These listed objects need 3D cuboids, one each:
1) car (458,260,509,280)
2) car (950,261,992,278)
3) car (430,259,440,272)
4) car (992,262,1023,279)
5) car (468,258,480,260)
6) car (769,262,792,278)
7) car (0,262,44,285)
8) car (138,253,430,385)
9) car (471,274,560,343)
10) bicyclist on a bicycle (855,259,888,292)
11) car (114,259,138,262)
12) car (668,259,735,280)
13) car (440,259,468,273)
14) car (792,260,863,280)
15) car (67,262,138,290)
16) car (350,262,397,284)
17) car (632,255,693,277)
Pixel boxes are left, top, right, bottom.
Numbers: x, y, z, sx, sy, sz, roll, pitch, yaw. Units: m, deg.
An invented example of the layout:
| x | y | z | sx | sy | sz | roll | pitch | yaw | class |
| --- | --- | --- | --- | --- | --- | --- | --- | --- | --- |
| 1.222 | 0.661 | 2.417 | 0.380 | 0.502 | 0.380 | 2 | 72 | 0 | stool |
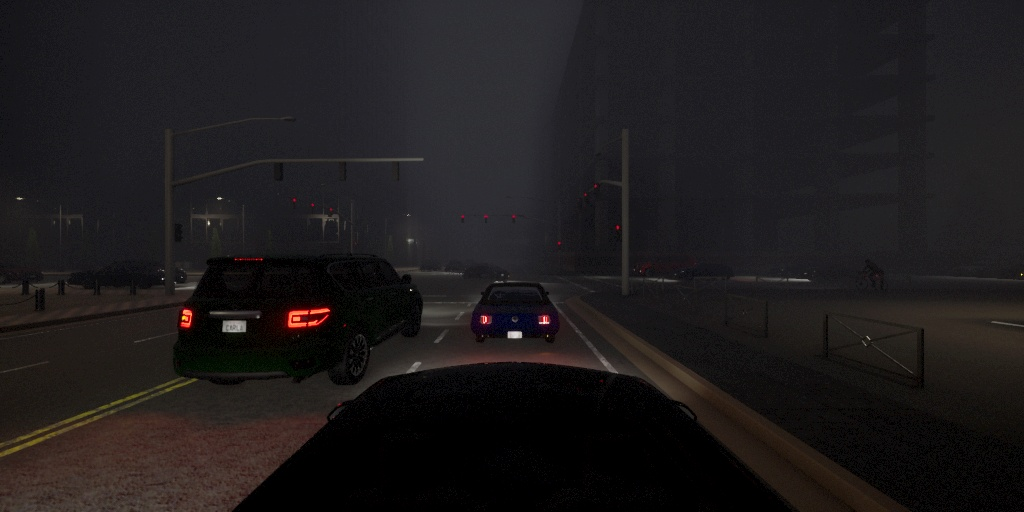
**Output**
| x | y | z | sx | sy | sz | roll | pitch | yaw | class |
| --- | --- | --- | --- | --- | --- | --- | --- | --- | --- |
| -2.139 | 1.283 | 29.032 | 1.994 | 1.385 | 4.181 | 0 | 0 | -44 | car |
| 43.207 | 1.220 | 32.823 | 4.674 | 1.442 | 1.812 | 0 | 0 | 0 | car |
| -10.598 | 1.227 | 46.954 | 1.882 | 1.535 | 5.008 | 0 | 0 | 0 | car |
| 43.177 | 1.200 | 29.323 | 4.892 | 1.490 | 1.837 | 0 | 0 | 0 | car |
| -7.075 | 1.256 | 60.989 | 1.837 | 1.490 | 4.892 | 0 | 0 | 0 | car |
| 26.311 | 1.172 | 32.819 | 5.008 | 1.535 | 1.882 | 0 | 0 | 0 | car |
| -36.102 | 1.172 | 25.171 | 5.008 | 1.535 | 1.882 | 0 | 0 | 0 | car |
| -3.438 | 0.971 | 7.152 | 2.150 | 2.045 | 5.566 | 0 | 0 | 0 | car |
| 0.080 | 1.351 | 9.666 | 1.895 | 1.301 | 4.718 | 0 | 0 | 0 | car |
| 18.331 | 0.998 | 18.310 | 0.582 | 1.620 | 1.656 | 0 | 0 | 0 | bicyclist on a bicycle |
| -25.675 | 1.046 | 25.135 | 4.553 | 1.767 | 2.097 | 0 | 0 | 0 | car |
| 15.651 | 1.220 | 29.263 | 4.674 | 1.442 | 1.812 | 0 | 0 | 0 | car |
| -7.100 | 1.297 | 44.668 | 2.033 | 1.411 | 5.357 | 0 | 0 | 0 | car |
| 25.966 | 1.258 | 29.320 | 4.181 | 1.385 | 1.994 | 0 | 0 | 0 | car |
| -23.144 | 1.242 | 21.619 | 5.357 | 1.411 | 2.033 | 0 | 0 | -4 | car |
| -10.601 | 1.245 | 27.811 | 1.812 | 1.442 | 4.674 | 0 | 0 | 0 | car |
| 13.934 | 0.917 | 32.780 | 5.566 | 2.045 | 2.150 | 0 | 0 | 0 | car |
